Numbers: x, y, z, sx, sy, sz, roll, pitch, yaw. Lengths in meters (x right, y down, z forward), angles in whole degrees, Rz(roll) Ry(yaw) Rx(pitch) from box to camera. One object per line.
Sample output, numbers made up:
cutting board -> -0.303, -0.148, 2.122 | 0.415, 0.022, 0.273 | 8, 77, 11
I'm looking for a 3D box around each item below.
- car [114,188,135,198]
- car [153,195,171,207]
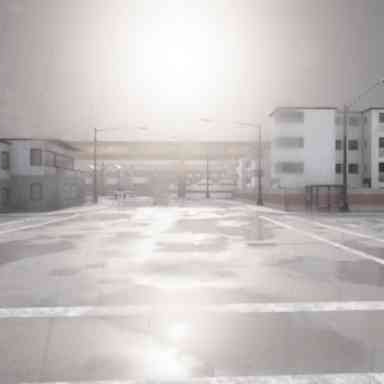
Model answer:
car -> -13.164, 0.171, 64.692 | 2.150, 2.045, 5.566 | 1, 0, -40
car -> -3.752, 1.117, 41.619 | 1.837, 1.490, 4.892 | 2, 2, -5
